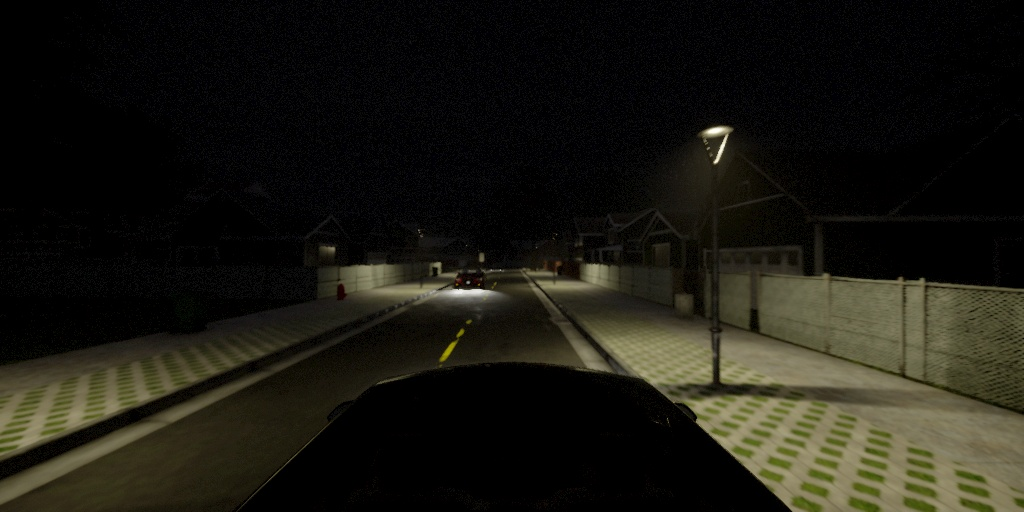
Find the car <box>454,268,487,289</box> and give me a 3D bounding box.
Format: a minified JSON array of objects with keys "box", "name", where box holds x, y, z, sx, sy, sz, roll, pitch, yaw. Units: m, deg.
[{"box":[-2.843,1.538,25.188,1.994,1.385,4.181,0,-1,0],"name":"car"}]
